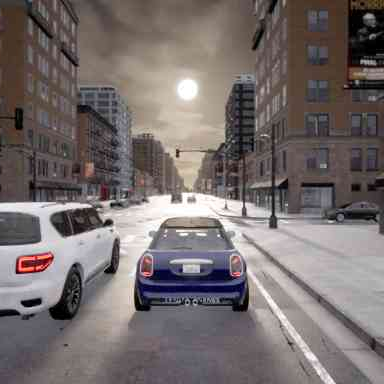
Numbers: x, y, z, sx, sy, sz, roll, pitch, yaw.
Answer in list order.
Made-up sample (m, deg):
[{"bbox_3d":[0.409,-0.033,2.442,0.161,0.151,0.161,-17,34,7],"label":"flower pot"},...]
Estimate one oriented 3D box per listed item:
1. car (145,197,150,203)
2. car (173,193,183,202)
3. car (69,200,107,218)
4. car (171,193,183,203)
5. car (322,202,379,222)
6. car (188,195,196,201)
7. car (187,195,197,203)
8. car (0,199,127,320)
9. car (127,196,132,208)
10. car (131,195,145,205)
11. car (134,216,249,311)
[{"bbox_3d":[-9.845,1.591,67.656,1.895,1.301,4.718,0,0,0],"label":"car"},{"bbox_3d":[-3.346,1.212,80.426,2.150,2.045,5.566,0,0,0],"label":"car"},{"bbox_3d":[-9.889,1.554,32.167,2.033,1.411,5.357,0,0,0],"label":"car"},{"bbox_3d":[-3.247,1.211,70.035,2.150,2.045,5.566,0,0,0],"label":"car"},{"bbox_3d":[12.691,1.545,25.943,4.892,1.490,1.837,0,0,2],"label":"car"},{"bbox_3d":[-0.096,1.453,79.740,1.895,1.301,4.718,0,0,0],"label":"car"},{"bbox_3d":[-0.083,1.482,69.291,2.128,1.511,4.902,0,0,0],"label":"car"},{"bbox_3d":[-3.157,1.223,7.450,2.150,2.045,5.566,0,0,0],"label":"car"},{"bbox_3d":[-9.904,1.599,45.636,1.895,1.301,4.718,0,0,0],"label":"car"},{"bbox_3d":[-9.903,1.346,57.041,2.097,1.767,4.553,0,0,0],"label":"car"},{"bbox_3d":[-0.002,1.352,7.907,2.097,1.767,4.553,0,0,0],"label":"car"}]
